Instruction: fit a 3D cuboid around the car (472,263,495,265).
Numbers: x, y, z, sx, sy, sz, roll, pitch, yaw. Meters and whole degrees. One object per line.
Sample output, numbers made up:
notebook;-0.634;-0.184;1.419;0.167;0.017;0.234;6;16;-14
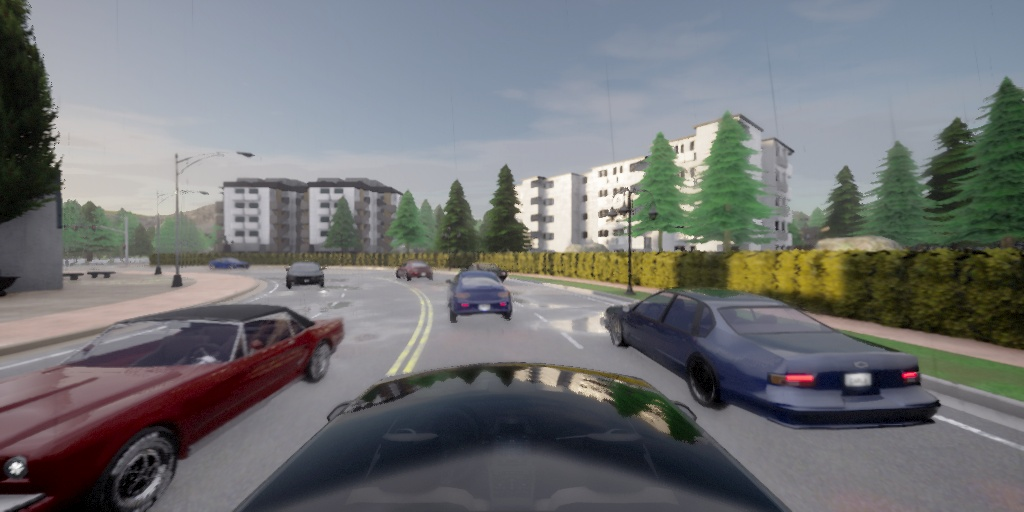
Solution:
car;-2.123;1.171;24.961;1.895;1.301;4.718;0;0;-27

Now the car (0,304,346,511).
car;-3.814;1.336;4.239;1.895;1.301;4.718;0;0;-3

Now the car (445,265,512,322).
car;-1.195;1.197;11.924;1.812;1.442;4.674;0;0;-11

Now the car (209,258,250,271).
car;-33.687;0.948;42.834;5.008;1.535;1.882;0;0;18

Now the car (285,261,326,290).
car;-12.499;1.087;21.728;1.882;1.535;5.008;0;0;-31

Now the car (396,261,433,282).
car;-7.387;1.086;27.055;1.812;1.442;4.674;0;0;-32

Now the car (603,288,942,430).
car;3.245;1.259;6.074;2.033;1.411;5.357;0;0;-5
